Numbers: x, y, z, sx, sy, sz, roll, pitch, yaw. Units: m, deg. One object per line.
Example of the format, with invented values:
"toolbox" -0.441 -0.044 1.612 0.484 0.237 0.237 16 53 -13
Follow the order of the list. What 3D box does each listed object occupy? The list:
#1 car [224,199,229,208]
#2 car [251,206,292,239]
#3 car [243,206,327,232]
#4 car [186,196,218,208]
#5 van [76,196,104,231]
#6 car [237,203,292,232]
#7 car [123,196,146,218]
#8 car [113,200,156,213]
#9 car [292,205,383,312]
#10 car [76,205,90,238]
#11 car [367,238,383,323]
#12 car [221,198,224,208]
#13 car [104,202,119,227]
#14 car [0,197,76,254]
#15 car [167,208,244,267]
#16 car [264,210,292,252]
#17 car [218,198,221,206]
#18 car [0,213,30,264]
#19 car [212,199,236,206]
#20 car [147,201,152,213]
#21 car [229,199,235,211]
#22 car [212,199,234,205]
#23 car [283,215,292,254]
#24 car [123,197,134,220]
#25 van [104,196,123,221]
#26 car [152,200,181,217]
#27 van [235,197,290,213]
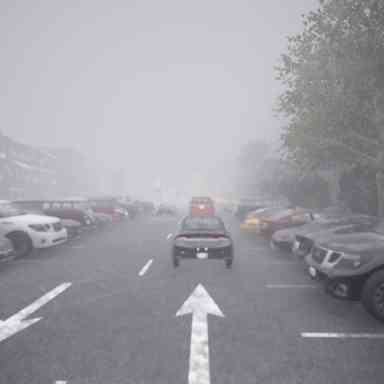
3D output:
"car" 5.990 1.722 34.513 4.674 1.452 2.002 0 -1 2
"car" 5.450 1.560 15.029 5.008 1.535 2.097 0 0 2
"car" 5.602 1.630 20.598 4.674 1.452 2.002 0 0 2
"car" 0.853 1.372 29.419 2.150 2.045 5.566 0 0 2
"van" -7.431 1.321 18.061 4.442 1.987 1.878 0 0 2
"car" 5.344 1.571 17.819 5.366 1.575 1.946 0 0 2
"car" -7.215 1.360 29.271 5.566 2.045 2.435 0 0 2
"car" -6.934 1.713 40.476 4.892 1.521 2.231 0 -1 2
"car" 5.206 1.265 6.681 5.566 2.045 2.435 0 0 2
"car" -7.628 1.531 15.261 5.008 1.535 2.097 0 0 2
"car" 5.155 1.505 3.893 5.008 1.535 2.097 0 0 2
"car" 6.071 1.708 37.299 5.008 1.535 2.097 0 -1 2
"car" -7.479 1.563 20.865 4.892 1.521 2.231 0 0 2
"car" -7.668 1.265 12.458 5.566 2.045 2.435 0 0 2
"car" 0.358 1.541 11.554 2.128 1.511 4.902 0 0 2
"car" 5.352 1.574 12.246 4.792 1.488 2.163 0 0 2
"car" 6.219 1.771 42.865 5.008 1.535 2.097 0 -1 2
"car" -7.776 1.502 9.652 4.892 1.521 2.231 0 0 2
"car" 7.134 2.242 74.483 5.008 1.535 2.097 0 -1 2
"car" -6.979 1.430 37.678 5.566 2.045 2.435 0 -1 2
"car" 5.801 1.513 28.949 4.553 1.767 2.185 0 0 2
"car" 7.217 2.292 77.755 4.892 1.521 2.231 0 -1 2
"car" 5.336 1.559 9.460 4.792 1.488 2.163 0 0 2
"car" -7.352 1.467 26.472 4.553 1.767 2.185 0 0 2
"van" -7.513 1.351 23.672 4.442 1.987 1.878 0 0 2
"car" -2.481 1.772 33.217 1.895 1.301 4.718 0 -1 2
"van" 5.872 1.394 26.167 4.442 1.987 1.878 0 0 2
